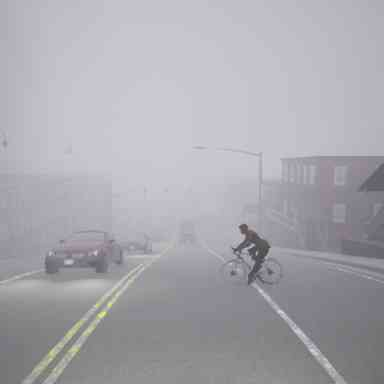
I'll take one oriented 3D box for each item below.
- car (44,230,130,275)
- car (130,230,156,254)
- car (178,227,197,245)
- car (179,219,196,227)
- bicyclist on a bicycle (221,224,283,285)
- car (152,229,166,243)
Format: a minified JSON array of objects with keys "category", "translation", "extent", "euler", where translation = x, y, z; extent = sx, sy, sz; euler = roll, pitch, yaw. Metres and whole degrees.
[{"category":"car","translation":[-3.768,2.145,12.421],"extent":[1.812,1.442,4.674],"euler":[0,-7,-1]},{"category":"car","translation":[-3.926,3.642,23.792],"extent":[1.812,1.442,4.674],"euler":[0,-8,-1]},{"category":"car","translation":[-0.468,5.037,37.255],"extent":[1.837,1.490,4.892],"euler":[0,-4,-1]},{"category":"car","translation":[-0.658,4.930,47.581],"extent":[2.150,2.045,5.566],"euler":[0,1,0]},{"category":"bicyclist on a bicycle","translation":[1.560,1.669,8.823],"extent":[1.656,1.620,0.582],"euler":[-2,-4,0]},{"category":"car","translation":[-4.141,5.179,39.490],"extent":[1.837,1.490,4.892],"euler":[0,-3,-1]}]
